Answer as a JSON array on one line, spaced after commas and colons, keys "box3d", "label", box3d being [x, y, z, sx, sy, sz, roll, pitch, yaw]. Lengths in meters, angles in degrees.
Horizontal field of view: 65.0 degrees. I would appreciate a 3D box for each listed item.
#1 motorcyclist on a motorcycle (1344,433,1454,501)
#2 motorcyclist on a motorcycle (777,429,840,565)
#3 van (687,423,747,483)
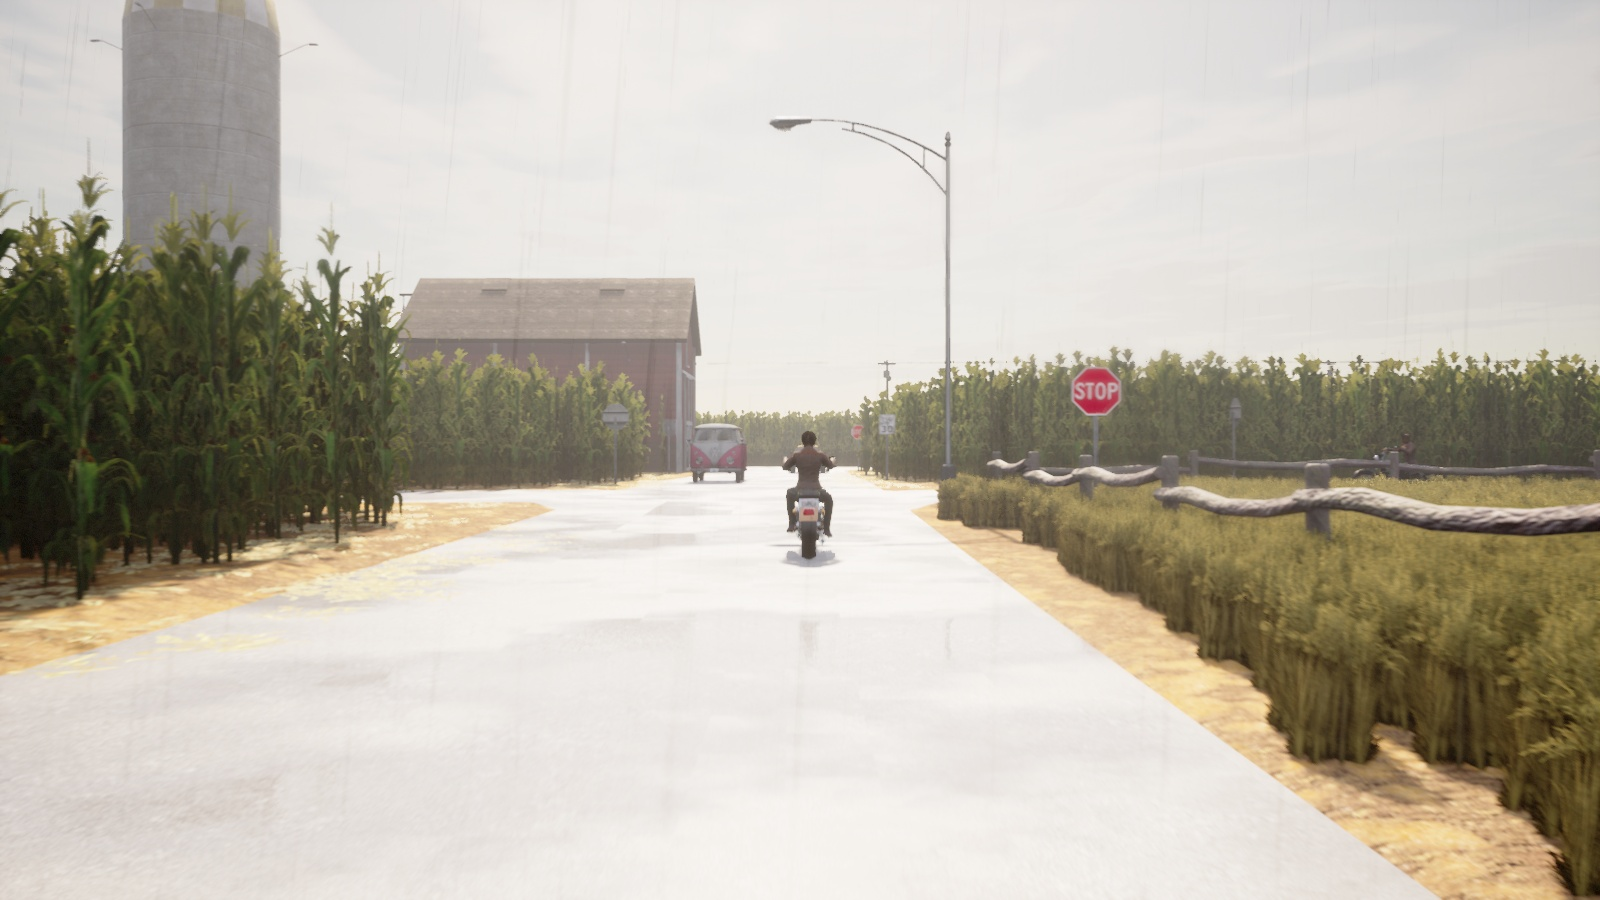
[{"box3d": [14.939, 0.415, 31.358, 2.350, 1.649, 0.766, 1, 0, 1], "label": "motorcyclist on a motorcycle"}, {"box3d": [0.115, 0.556, 16.439, 0.766, 1.649, 2.350, 0, 1, 0], "label": "motorcyclist on a motorcycle"}, {"box3d": [-2.820, 0.104, 43.655, 1.775, 1.987, 4.442, 0, 0, 0], "label": "van"}]
